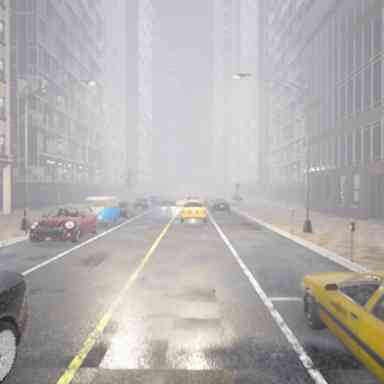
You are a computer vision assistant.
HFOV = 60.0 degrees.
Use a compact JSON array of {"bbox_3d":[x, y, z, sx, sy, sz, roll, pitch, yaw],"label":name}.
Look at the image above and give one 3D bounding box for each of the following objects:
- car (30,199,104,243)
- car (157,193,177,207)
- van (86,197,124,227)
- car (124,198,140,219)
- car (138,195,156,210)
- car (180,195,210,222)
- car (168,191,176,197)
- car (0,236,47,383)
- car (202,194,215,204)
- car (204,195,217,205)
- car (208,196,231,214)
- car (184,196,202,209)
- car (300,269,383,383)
[{"bbox_3d":[-5.687,1.330,15.190,1.967,1.590,4.097,0,0,0],"label":"car"},{"bbox_3d":[-3.068,1.228,44.196,1.994,1.385,4.181,0,0,0],"label":"car"},{"bbox_3d":[-5.685,1.188,20.881,1.690,1.788,3.998,0,0,0],"label":"van"},{"bbox_3d":[-5.682,1.370,26.576,1.947,1.339,4.313,0,0,0],"label":"car"},{"bbox_3d":[-5.677,1.280,37.960,1.947,1.339,4.313,0,0,0],"label":"car"},{"bbox_3d":[0.110,1.277,24.291,1.801,1.575,5.366,0,0,0],"label":"car"},{"bbox_3d":[-5.653,0.661,94.880,1.967,1.590,4.097,0,1,0],"label":"car"},{"bbox_3d":[-3.100,1.460,2.365,1.882,1.535,5.008,0,0,0],"label":"car"},{"bbox_3d":[2.711,1.120,55.026,1.887,1.381,4.507,0,0,0],"label":"car"},{"bbox_3d":[2.708,1.204,49.333,1.802,1.307,4.206,0,0,0],"label":"car"},{"bbox_3d":[2.701,1.325,32.256,1.947,1.339,4.313,0,0,0],"label":"car"},{"bbox_3d":[0.118,1.230,41.815,2.033,1.411,5.357,0,0,0],"label":"car"},{"bbox_3d":[2.689,1.496,3.963,1.752,1.417,4.829,0,0,0],"label":"car"}]
